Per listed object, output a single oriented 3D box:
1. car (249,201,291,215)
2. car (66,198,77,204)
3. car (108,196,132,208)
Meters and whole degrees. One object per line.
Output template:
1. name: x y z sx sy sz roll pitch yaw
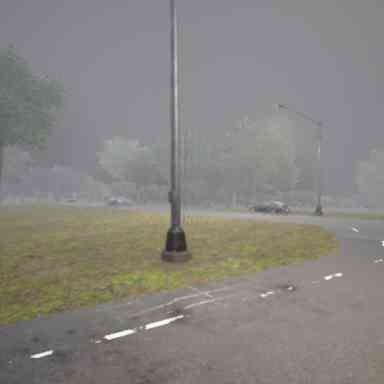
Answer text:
1. car: 7.983 1.622 34.381 1.812 1.442 4.674 3 -2 -35
2. car: -29.110 2.145 80.315 1.895 1.301 4.718 3 -2 -28
3. car: -10.580 1.341 48.794 2.097 1.767 4.553 3 -2 -35
